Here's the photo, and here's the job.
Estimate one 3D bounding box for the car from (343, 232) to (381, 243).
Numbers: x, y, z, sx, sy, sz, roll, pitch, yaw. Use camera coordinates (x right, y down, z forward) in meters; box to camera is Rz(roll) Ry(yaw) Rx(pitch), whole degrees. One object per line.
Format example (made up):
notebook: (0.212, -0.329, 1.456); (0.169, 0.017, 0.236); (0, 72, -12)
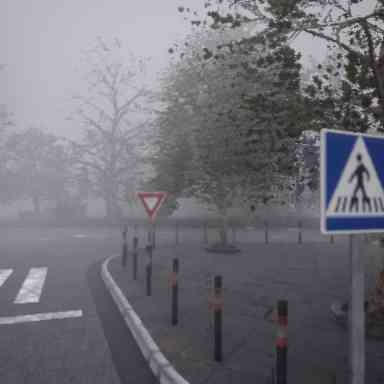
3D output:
car: (11.062, 2.150, 19.053); (4.902, 1.511, 2.128); (0, -2, 9)
